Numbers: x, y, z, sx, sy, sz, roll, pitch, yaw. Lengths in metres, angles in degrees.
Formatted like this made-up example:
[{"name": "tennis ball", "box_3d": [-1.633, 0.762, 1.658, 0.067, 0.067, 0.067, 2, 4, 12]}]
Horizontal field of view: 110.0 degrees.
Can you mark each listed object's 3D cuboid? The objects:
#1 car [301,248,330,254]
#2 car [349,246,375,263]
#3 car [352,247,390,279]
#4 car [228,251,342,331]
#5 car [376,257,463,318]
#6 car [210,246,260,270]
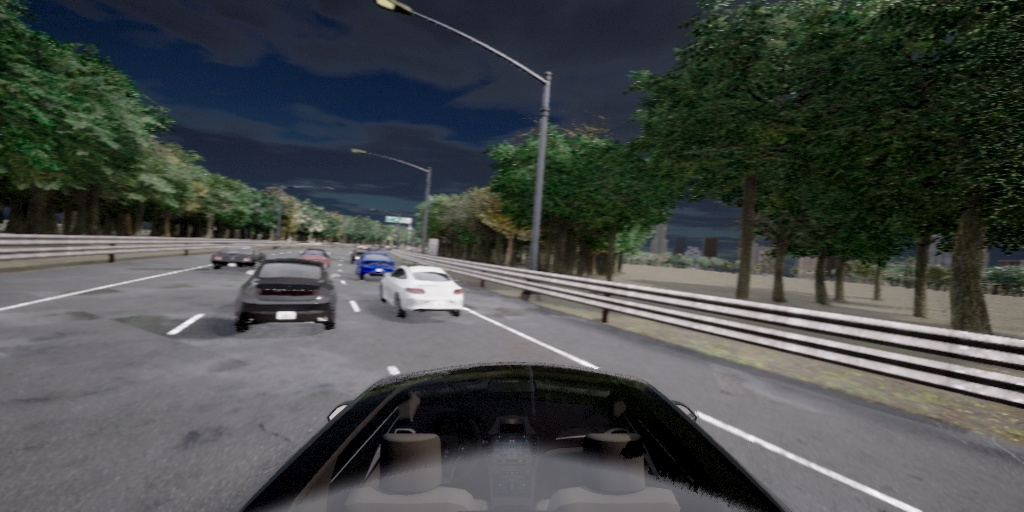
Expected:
[{"name": "car", "box_3d": [-13.633, 0.190, 24.830, 1.994, 1.385, 4.181, 4, 0, -26]}, {"name": "car", "box_3d": [-15.095, -0.022, 35.844, 1.837, 1.490, 4.892, 4, 0, -25]}, {"name": "car", "box_3d": [-8.320, 0.525, 21.721, 1.882, 1.535, 5.008, 4, 0, -27]}, {"name": "car", "box_3d": [-5.501, 0.809, 9.062, 1.837, 1.490, 4.892, 4, 0, -29]}, {"name": "car", "box_3d": [-3.009, 1.013, 11.551, 1.812, 1.442, 4.674, 4, 0, -29]}, {"name": "car", "box_3d": [-15.447, 0.103, 20.580, 1.895, 1.301, 4.718, 4, 0, -27]}]
